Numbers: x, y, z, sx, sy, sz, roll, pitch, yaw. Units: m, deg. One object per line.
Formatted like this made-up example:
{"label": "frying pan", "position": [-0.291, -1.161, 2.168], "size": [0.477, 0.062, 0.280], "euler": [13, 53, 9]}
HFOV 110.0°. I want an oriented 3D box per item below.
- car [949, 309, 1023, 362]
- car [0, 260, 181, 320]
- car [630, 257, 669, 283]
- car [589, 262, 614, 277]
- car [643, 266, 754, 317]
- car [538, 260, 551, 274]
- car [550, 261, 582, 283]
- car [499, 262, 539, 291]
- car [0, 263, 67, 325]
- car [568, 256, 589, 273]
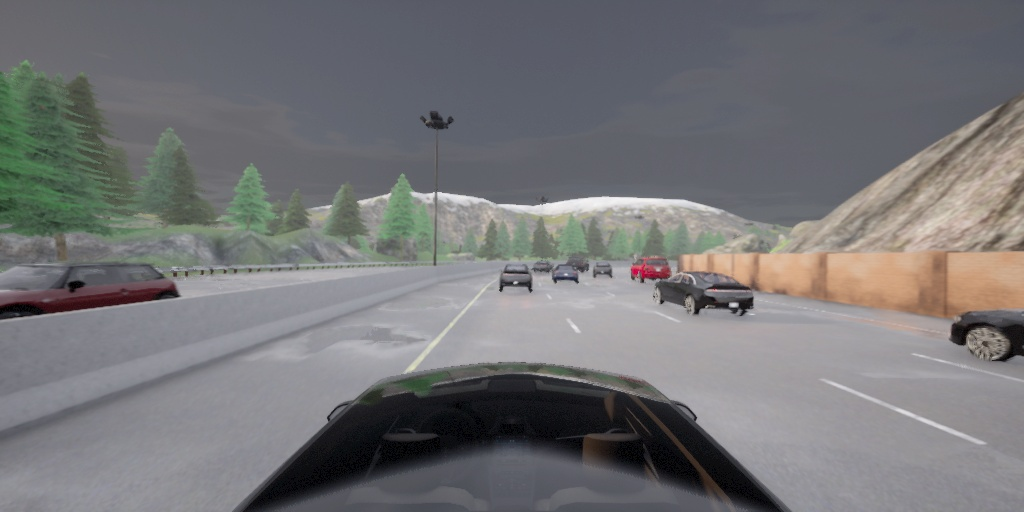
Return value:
{"label": "car", "position": [10.595, 1.415, 5.861], "size": [2.128, 1.511, 4.902], "euler": [1, 0, 0]}
{"label": "car", "position": [-10.564, 0.921, 8.336], "size": [2.097, 1.767, 4.553], "euler": [1, 0, 1]}
{"label": "car", "position": [11.254, 1.138, 29.399], "size": [2.150, 2.045, 5.566], "euler": [0, 0, 7]}
{"label": "car", "position": [9.534, 1.372, 37.488], "size": [2.128, 1.511, 4.902], "euler": [1, 0, 15]}
{"label": "car", "position": [7.167, 1.351, 13.964], "size": [2.128, 1.511, 4.902], "euler": [1, 0, 0]}
{"label": "car", "position": [3.901, 1.274, 42.746], "size": [2.128, 1.511, 4.902], "euler": [1, 0, 18]}
{"label": "car", "position": [4.270, 1.364, 28.953], "size": [1.994, 1.385, 4.181], "euler": [1, 0, 6]}
{"label": "car", "position": [0.263, 1.230, 21.617], "size": [2.128, 1.511, 4.902], "euler": [1, 0, 1]}
{"label": "car", "position": [-14.073, 0.989, 8.050], "size": [1.882, 1.535, 5.008], "euler": [1, 0, 1]}
{"label": "car", "position": [8.618, 1.081, 46.591], "size": [2.150, 2.045, 5.566], "euler": [1, 0, 22]}
